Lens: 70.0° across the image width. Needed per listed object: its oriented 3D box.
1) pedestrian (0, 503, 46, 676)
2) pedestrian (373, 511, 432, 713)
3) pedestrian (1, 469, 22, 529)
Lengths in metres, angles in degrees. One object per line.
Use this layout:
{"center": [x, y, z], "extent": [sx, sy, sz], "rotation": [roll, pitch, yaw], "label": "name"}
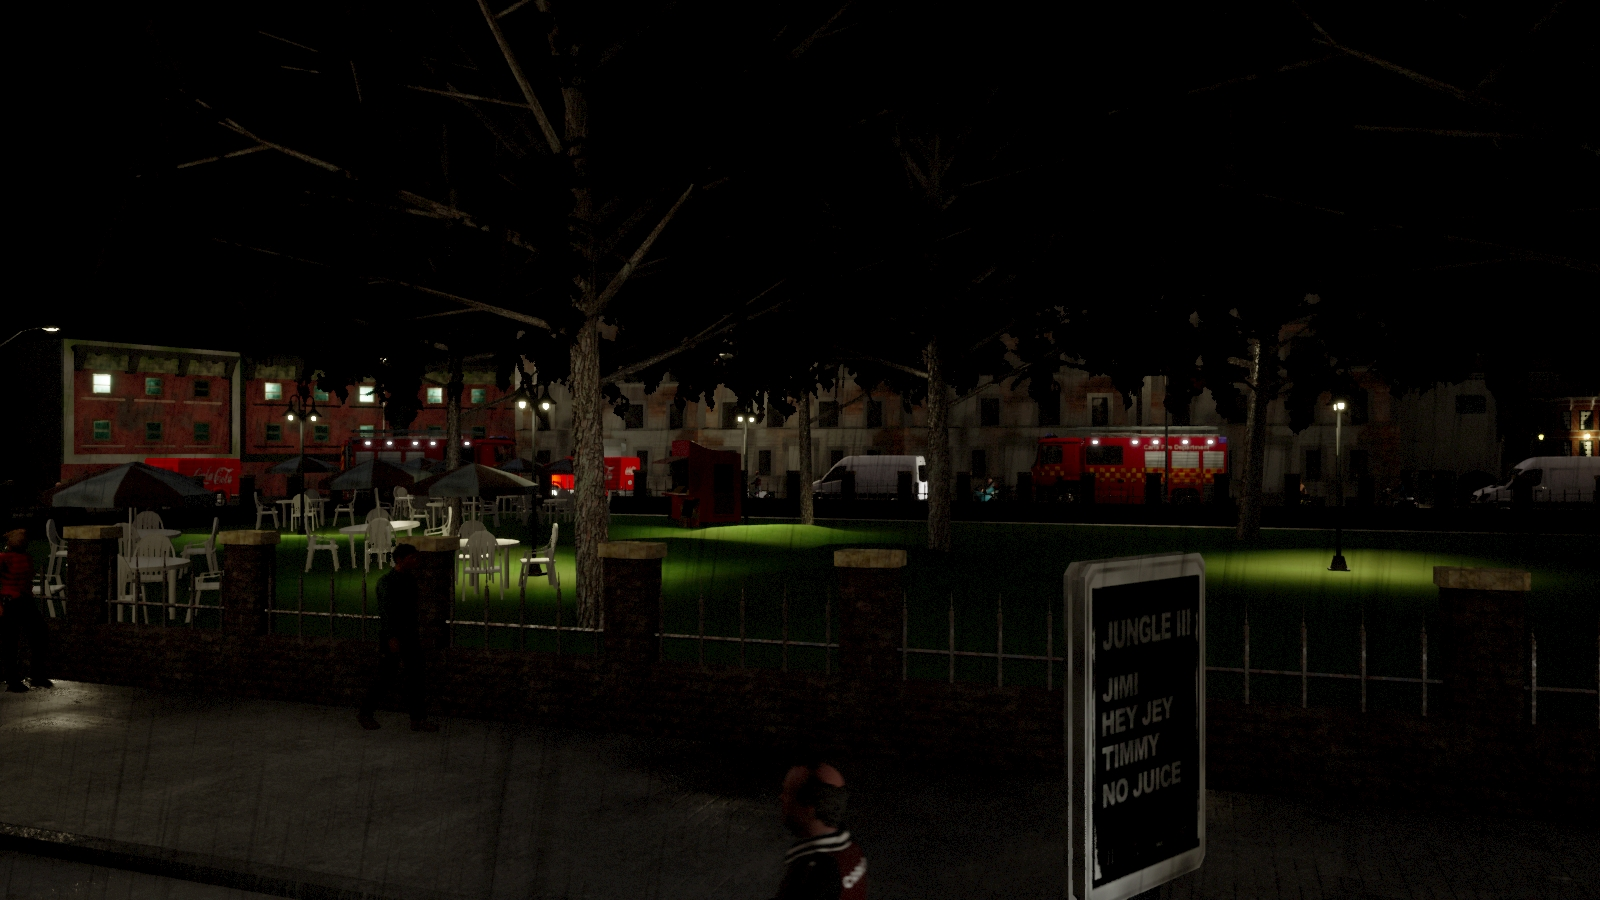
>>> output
{"center": [-8.701, 1.530, 12.703], "extent": [0.375, 1.860, 0.375], "rotation": [0, 0, 20], "label": "pedestrian"}
{"center": [-3.801, 1.528, 10.926], "extent": [0.375, 1.860, 0.375], "rotation": [0, 0, 20], "label": "pedestrian"}
{"center": [-24.658, 1.539, 35.727], "extent": [0.375, 1.860, 0.375], "rotation": [0, 0, 20], "label": "pedestrian"}
